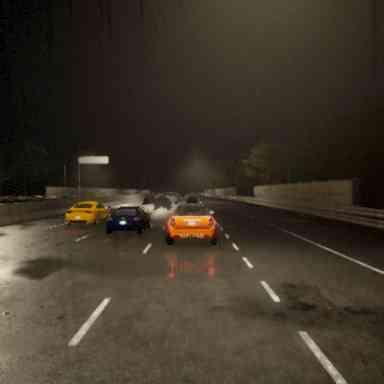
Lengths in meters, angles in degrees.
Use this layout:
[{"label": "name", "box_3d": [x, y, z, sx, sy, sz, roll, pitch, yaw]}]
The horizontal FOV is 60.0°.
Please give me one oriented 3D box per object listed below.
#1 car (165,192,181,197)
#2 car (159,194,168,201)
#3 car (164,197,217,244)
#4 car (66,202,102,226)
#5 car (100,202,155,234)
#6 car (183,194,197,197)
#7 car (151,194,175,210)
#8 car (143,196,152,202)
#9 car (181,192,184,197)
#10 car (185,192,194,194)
[{"label": "car", "box_3d": [-3.506, 1.065, 57.898, 2.150, 2.045, 5.566, 0, 0, 0]}, {"label": "car", "box_3d": [-7.010, 1.267, 81.909, 1.882, 1.535, 5.008, 0, 0, 0]}, {"label": "car", "box_3d": [-0.004, 1.304, 15.767, 2.097, 1.767, 4.553, 0, 0, 0]}, {"label": "car", "box_3d": [-7.003, 1.411, 22.877, 1.882, 1.535, 5.008, 0, 0, 0]}, {"label": "car", "box_3d": [-3.504, 1.508, 18.838, 1.994, 1.385, 4.181, 0, 0, 0]}, {"label": "car", "box_3d": [-0.004, 1.410, 49.799, 2.033, 1.411, 5.357, 0, 0, 0]}, {"label": "car", "box_3d": [-3.506, 1.392, 40.845, 1.837, 1.490, 4.892, 0, 0, 0]}, {"label": "car", "box_3d": [-7.006, 1.326, 55.862, 1.882, 1.535, 5.008, 0, 0, 0]}, {"label": "car", "box_3d": [-3.510, 1.330, 74.870, 2.128, 1.511, 4.902, 0, 0, 0]}, {"label": "car", "box_3d": [-0.010, 1.326, 76.851, 2.128, 1.511, 4.902, 0, 0, 0]}]
